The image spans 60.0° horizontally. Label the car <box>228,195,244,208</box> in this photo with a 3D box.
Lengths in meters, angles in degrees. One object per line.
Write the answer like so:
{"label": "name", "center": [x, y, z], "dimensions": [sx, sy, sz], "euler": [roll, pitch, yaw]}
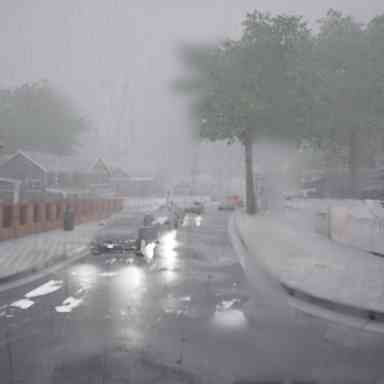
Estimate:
{"label": "car", "center": [7.127, 1.536, 54.855], "dimensions": [2.150, 2.045, 5.566], "euler": [1, 0, 16]}

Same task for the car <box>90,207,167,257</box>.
{"label": "car", "center": [-2.483, 1.571, 13.454], "dimensions": [1.837, 1.490, 4.892], "euler": [0, 0, 6]}

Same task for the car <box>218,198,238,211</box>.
{"label": "car", "center": [4.734, 1.835, 45.202], "dimensions": [1.994, 1.385, 4.181], "euler": [0, 0, 14]}

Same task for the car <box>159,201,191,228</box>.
{"label": "car", "center": [-1.619, 1.612, 23.442], "dimensions": [2.128, 1.511, 4.902], "euler": [0, 0, 6]}

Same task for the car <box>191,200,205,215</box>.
{"label": "car", "center": [0.218, 1.678, 36.545], "dimensions": [1.882, 1.535, 5.008], "euler": [0, 0, 10]}
